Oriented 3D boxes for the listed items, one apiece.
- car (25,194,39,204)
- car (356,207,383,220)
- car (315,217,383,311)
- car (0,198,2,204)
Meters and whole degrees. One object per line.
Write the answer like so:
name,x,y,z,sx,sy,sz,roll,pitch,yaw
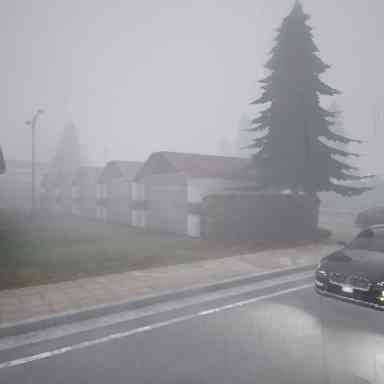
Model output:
car,-30.276,1.328,62.695,1.905,1.878,3.866,0,0,-36
car,11.723,1.568,19.605,1.994,1.385,4.181,0,0,-13
car,4.693,1.505,7.494,4.892,1.490,1.837,0,0,-39
car,-37.406,1.495,62.894,2.242,1.667,4.611,0,0,-36
